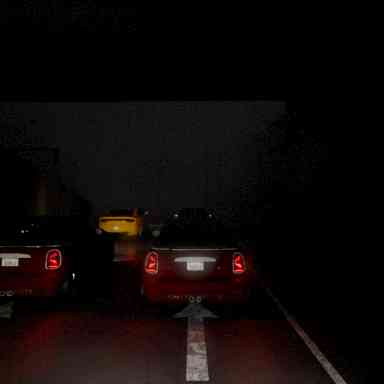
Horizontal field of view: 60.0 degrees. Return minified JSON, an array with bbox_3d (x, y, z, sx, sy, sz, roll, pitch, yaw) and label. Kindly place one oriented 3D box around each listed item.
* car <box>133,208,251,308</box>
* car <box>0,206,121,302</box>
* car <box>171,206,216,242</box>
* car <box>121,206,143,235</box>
[{"bbox_3d":[0.067,1.352,8.092,2.097,1.767,4.553,0,0,0],"label":"car"},{"bbox_3d":[-3.428,1.352,8.419,2.097,1.767,4.553,0,0,0],"label":"car"},{"bbox_3d":[0.068,1.547,17.618,2.033,1.411,5.357,0,0,0],"label":"car"},{"bbox_3d":[-3.433,1.478,17.508,1.882,1.535,5.008,0,0,0],"label":"car"}]
